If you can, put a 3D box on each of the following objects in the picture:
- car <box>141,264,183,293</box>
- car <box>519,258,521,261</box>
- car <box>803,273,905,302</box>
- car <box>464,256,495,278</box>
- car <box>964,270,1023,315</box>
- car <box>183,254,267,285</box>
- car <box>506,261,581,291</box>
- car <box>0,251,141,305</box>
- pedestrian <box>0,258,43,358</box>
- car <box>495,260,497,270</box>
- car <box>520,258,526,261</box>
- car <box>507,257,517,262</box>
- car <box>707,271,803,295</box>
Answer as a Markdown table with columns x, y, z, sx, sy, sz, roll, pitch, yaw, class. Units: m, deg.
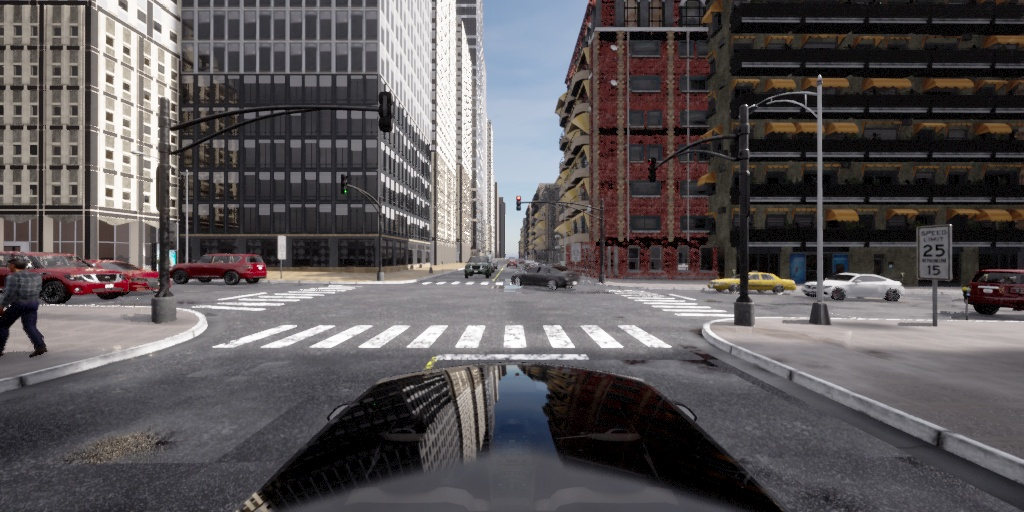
| x | y | z | sx | sy | sz | roll | pitch | yaw | class |
| --- | --- | --- | --- | --- | --- | --- | --- | --- | --- |
| -18.158 | 0.916 | 15.960 | 5.008 | 1.535 | 1.882 | 1 | 0 | 0 | car |
| 2.703 | 1.320 | 60.293 | 2.007 | 1.370 | 4.403 | 0 | 0 | 0 | car |
| 18.440 | 1.647 | 19.468 | 4.674 | 1.442 | 1.812 | 1 | 0 | -1 | car |
| -3.093 | 0.977 | 33.630 | 2.150 | 2.045 | 5.566 | 0 | 0 | 0 | car |
| 20.601 | 1.461 | 13.731 | 5.009 | 1.841 | 2.192 | 0 | 0 | 0 | car |
| -17.706 | 0.776 | 21.753 | 5.009 | 1.841 | 2.192 | 0 | 0 | 0 | car |
| 2.045 | 1.330 | 22.961 | 4.892 | 1.490 | 1.837 | 1 | 3 | 45 | car |
| -17.573 | 0.757 | 13.373 | 5.009 | 1.841 | 2.192 | 0 | 0 | 0 | car |
| -8.941 | 0.894 | 6.467 | 0.375 | 1.860 | 0.375 | 0 | 0 | 0 | pedestrian |
| -3.085 | 1.286 | 43.704 | 1.812 | 1.442 | 4.674 | 0 | 0 | 0 | car |
| 2.701 | 1.317 | 54.645 | 2.007 | 1.370 | 4.403 | 0 | 0 | 0 | car |
| 0.013 | 1.298 | 63.911 | 1.812 | 1.442 | 4.674 | 0 | 0 | 0 | car |
| 14.634 | 1.587 | 22.028 | 4.829 | 1.417 | 1.751 | 0 | 0 | 0 | car |
